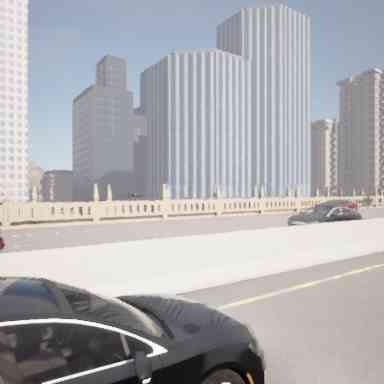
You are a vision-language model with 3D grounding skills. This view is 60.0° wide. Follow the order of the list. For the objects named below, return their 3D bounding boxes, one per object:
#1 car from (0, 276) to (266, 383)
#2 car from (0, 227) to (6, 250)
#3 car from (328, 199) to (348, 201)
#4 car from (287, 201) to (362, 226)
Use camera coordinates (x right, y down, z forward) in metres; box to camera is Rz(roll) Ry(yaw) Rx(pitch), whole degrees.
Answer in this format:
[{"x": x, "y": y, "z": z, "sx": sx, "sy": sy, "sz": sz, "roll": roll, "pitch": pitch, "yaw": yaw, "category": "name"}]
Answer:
[{"x": -1.490, "y": 1.504, "z": 2.684, "sx": 4.892, "sy": 1.490, "sz": 1.837, "roll": 0, "pitch": 0, "yaw": -35, "category": "car"}, {"x": -8.661, "y": 1.354, "z": 10.710, "sx": 4.553, "sy": 1.767, "sz": 2.097, "roll": 0, "pitch": 0, "yaw": -35, "category": "car"}, {"x": 13.214, "y": 1.411, "z": 30.538, "sx": 5.008, "sy": 1.535, "sz": 1.882, "roll": 0, "pitch": 0, "yaw": -35, "category": "car"}, {"x": 7.071, "y": 1.454, "z": 17.623, "sx": 4.902, "sy": 1.511, "sz": 2.128, "roll": 0, "pitch": 0, "yaw": -35, "category": "car"}]
